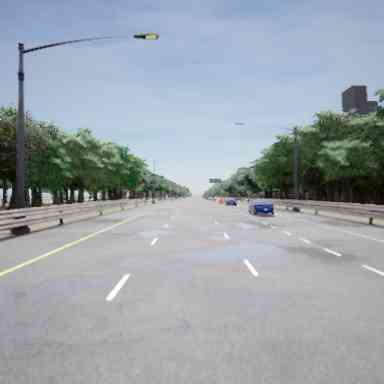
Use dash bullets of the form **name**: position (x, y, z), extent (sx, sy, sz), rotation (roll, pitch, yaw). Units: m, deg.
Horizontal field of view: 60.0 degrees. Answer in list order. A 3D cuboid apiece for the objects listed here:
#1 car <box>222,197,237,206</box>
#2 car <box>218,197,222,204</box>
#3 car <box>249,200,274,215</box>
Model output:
- **car**: position (7.206, 1.850, 62.672), extent (1.812, 1.442, 4.674), rotation (0, -1, 0)
- **car**: position (7.337, 1.910, 79.832), extent (2.097, 1.767, 4.553), rotation (0, -1, 0)
- **car**: position (7.061, 1.545, 34.215), extent (1.882, 1.535, 5.008), rotation (0, 0, 0)
